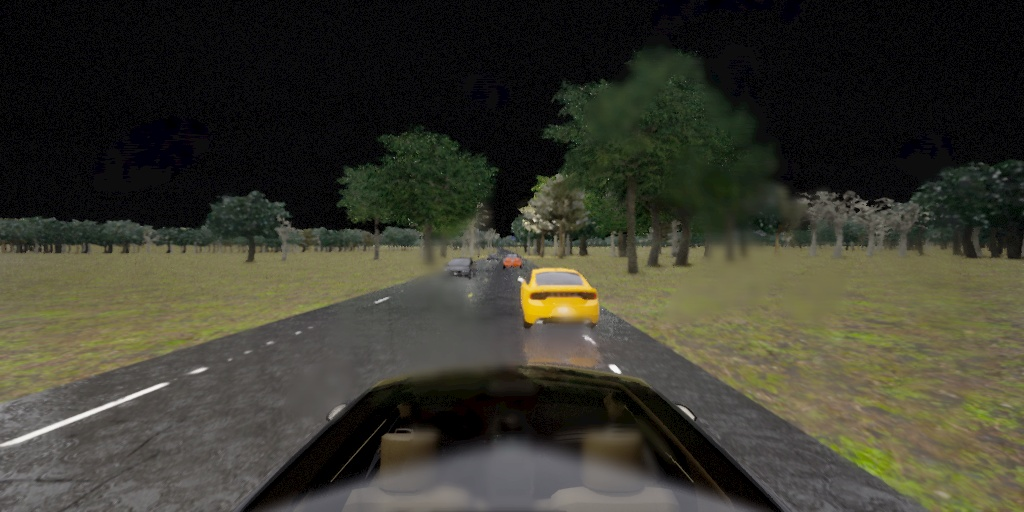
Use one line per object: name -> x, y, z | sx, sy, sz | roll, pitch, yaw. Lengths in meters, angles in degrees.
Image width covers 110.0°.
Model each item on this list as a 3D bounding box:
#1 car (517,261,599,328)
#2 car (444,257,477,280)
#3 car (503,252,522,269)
car -> 1.224, 1.078, 10.779 | 1.882, 1.535, 5.008 | 0, 1, 0
car -> -3.593, 0.857, 25.503 | 1.837, 1.490, 4.892 | 0, 1, 0
car -> 0.066, 0.452, 40.233 | 2.097, 1.767, 4.553 | 0, 1, 0
